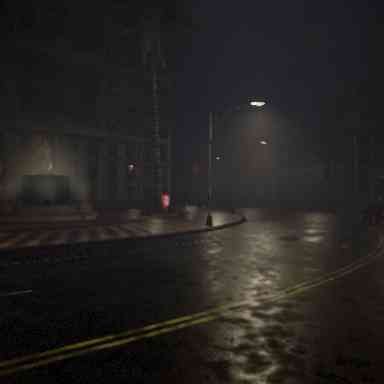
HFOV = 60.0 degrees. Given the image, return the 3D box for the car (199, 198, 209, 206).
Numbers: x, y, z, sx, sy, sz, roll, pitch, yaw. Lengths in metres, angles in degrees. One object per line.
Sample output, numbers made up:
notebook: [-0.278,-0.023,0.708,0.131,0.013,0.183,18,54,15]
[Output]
car: [1.218,1.953,65.253,2.033,1.411,5.357,1,0,-35]

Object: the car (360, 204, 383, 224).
car: [15.422,1.755,27.353,1.882,1.535,5.008,0,0,10]

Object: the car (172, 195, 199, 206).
car: [-1.632,1.579,63.226,2.150,2.045,5.566,1,-1,-35]
